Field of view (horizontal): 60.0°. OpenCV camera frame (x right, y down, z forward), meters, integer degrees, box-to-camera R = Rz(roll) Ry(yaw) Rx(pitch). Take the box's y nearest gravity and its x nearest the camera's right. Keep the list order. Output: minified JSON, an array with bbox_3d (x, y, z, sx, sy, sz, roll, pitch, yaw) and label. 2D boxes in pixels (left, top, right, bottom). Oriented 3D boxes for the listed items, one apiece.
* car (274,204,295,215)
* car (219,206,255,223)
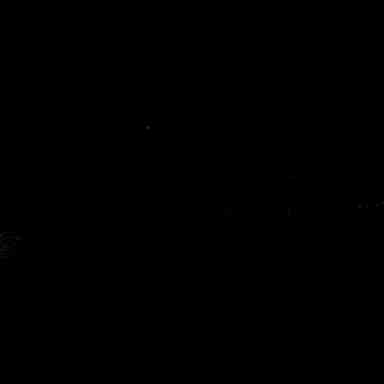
[{"bbox_3d":[13.958,2.571,49.981,2.128,1.511,4.902,2,-1,35],"label":"car"},{"bbox_3d":[4.315,2.049,31.530,1.882,1.535,5.008,2,0,35],"label":"car"}]
